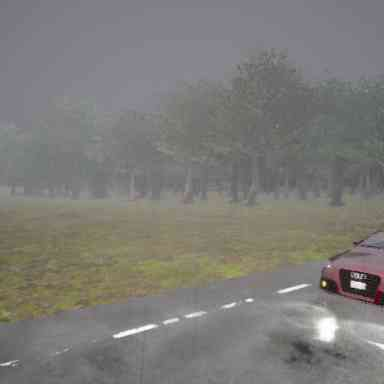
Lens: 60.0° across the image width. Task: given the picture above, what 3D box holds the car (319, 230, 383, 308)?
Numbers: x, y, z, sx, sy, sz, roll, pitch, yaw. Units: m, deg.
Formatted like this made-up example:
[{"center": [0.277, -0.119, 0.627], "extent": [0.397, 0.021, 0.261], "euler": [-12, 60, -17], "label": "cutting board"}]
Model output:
[{"center": [4.712, 1.545, 7.328], "extent": [4.181, 1.385, 1.994], "euler": [0, 0, -35], "label": "car"}]
